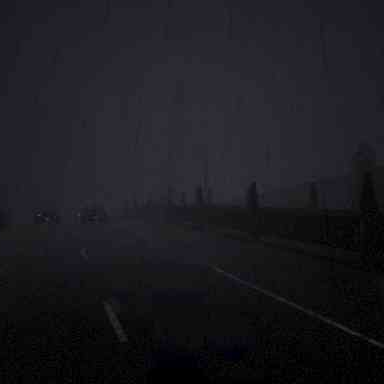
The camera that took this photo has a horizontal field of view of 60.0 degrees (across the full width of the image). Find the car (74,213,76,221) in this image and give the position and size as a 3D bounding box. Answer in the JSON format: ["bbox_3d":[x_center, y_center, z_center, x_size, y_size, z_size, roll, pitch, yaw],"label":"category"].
[{"bbox_3d":[-12.612,2.694,38.592,2.033,1.411,5.357,0,-5,-22],"label":"car"}]

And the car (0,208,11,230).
[{"bbox_3d":[-13.957,1.839,23.265,2.128,1.511,4.902,0,-2,-22],"label":"car"}]

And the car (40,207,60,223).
[{"bbox_3d":[-15.755,2.610,37.034,1.882,1.535,5.008,0,-5,-22],"label":"car"}]

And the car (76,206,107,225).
[{"bbox_3d":[-8.344,1.909,28.055,2.128,1.511,4.902,0,-2,-22],"label":"car"}]

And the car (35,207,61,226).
[{"bbox_3d":[-11.827,1.975,27.271,1.812,1.442,4.674,0,-3,-23],"label":"car"}]
